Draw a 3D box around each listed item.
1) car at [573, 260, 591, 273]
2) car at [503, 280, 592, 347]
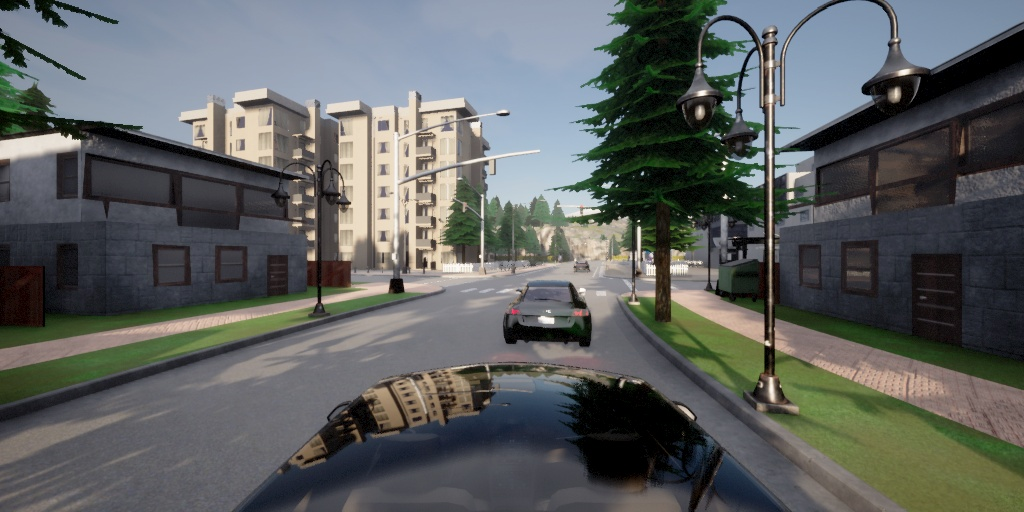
[{"bbox_3d":[8.776,1.276,44.988,2.128,1.511,4.902,0,0,14],"label":"car"},{"bbox_3d":[1.005,1.314,9.454,1.994,1.385,4.181,0,0,8],"label":"car"}]
